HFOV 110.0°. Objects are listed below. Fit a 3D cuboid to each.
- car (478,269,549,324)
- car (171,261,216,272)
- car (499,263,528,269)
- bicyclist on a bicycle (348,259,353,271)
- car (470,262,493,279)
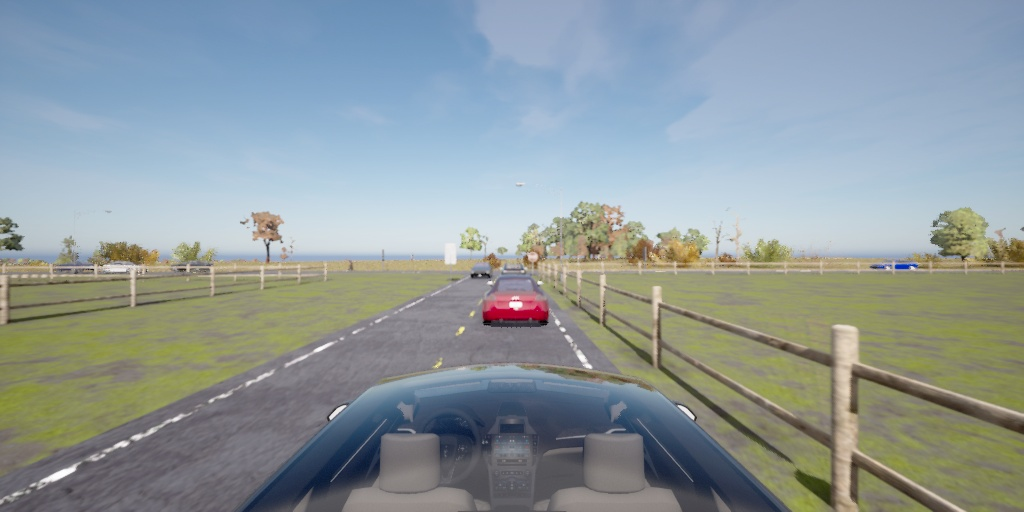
[{"bbox_3d":[0.104,1.315,11.930,1.994,1.385,4.181,0,0,0],"label":"car"},{"bbox_3d":[-41.777,1.361,47.030,4.902,1.511,2.128,0,0,1],"label":"car"},{"bbox_3d":[0.112,1.243,26.085,2.128,1.511,4.902,0,0,0],"label":"car"},{"bbox_3d":[-22.486,1.264,49.989,0.582,1.620,1.656,0,0,0],"label":"bicyclist on a bicycle"},{"bbox_3d":[-2.737,1.298,33.374,2.033,1.411,5.357,0,0,0],"label":"car"}]
